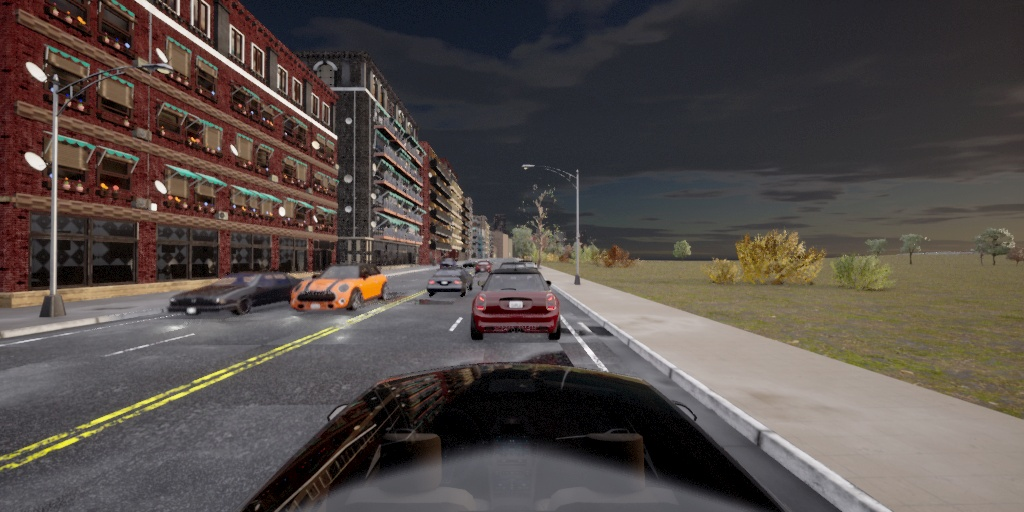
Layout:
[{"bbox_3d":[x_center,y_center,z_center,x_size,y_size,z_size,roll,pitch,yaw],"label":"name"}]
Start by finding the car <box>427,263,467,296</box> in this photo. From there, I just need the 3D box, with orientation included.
[{"bbox_3d":[-3.174,1.299,19.138,2.033,1.411,5.357,0,0,-1],"label":"car"}]

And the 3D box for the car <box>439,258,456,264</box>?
[{"bbox_3d":[-9.917,1.101,55.665,2.097,1.767,4.553,0,0,0],"label":"car"}]

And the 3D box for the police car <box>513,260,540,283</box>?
[{"bbox_3d":[1.096,1.177,29.380,1.930,1.638,5.238,0,0,0],"label":"police car"}]

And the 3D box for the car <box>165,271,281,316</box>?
[{"bbox_3d":[-9.868,1.299,13.693,2.033,1.411,5.357,0,0,0],"label":"car"}]

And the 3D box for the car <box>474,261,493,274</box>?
[{"bbox_3d":[-3.208,1.276,41.373,1.812,1.442,4.674,0,0,0],"label":"car"}]

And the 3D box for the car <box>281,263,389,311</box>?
[{"bbox_3d":[-6.621,1.103,14.303,2.097,1.767,4.553,0,0,0],"label":"car"}]

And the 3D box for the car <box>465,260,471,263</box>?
[{"bbox_3d":[-6.670,1.349,56.289,1.895,1.301,4.718,0,0,0],"label":"car"}]

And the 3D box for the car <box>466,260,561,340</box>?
[{"bbox_3d":[0.080,1.103,10.112,2.097,1.767,4.553,0,0,0],"label":"car"}]
